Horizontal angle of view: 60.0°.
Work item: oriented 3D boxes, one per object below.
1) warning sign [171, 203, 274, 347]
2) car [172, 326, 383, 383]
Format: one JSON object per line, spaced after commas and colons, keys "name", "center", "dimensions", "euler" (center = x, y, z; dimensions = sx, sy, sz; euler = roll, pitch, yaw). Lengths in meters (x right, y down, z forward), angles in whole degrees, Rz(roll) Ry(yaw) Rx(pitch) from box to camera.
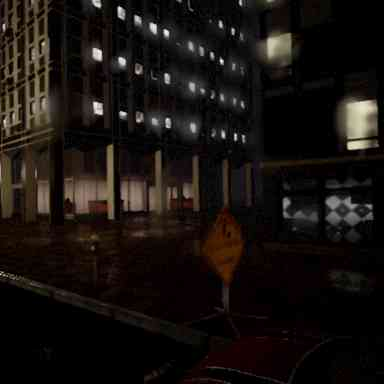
{"name": "warning sign", "center": [0.515, 1.133, 5.266], "dimensions": [1.060, 1.860, 1.300], "euler": [-2, 0, 36]}
{"name": "car", "center": [1.598, 1.441, 1.771], "dimensions": [4.097, 1.590, 1.967], "euler": [0, -1, 36]}
